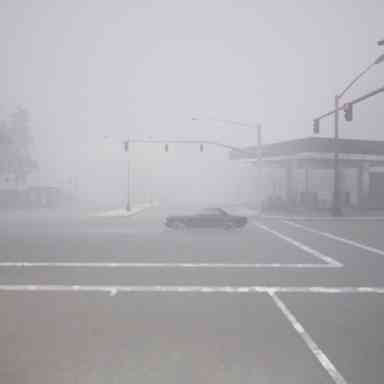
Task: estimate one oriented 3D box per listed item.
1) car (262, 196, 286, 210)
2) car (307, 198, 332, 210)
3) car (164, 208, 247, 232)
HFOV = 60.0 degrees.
[{"bbox_3d":[9.794,1.306,39.884,2.242,1.667,4.611,0,0,0],"label":"car"},{"bbox_3d":[15.541,1.467,40.633,1.970,1.475,3.806,0,0,0],"label":"car"},{"bbox_3d":[0.759,1.614,19.522,4.718,1.301,1.895,0,0,0],"label":"car"}]
